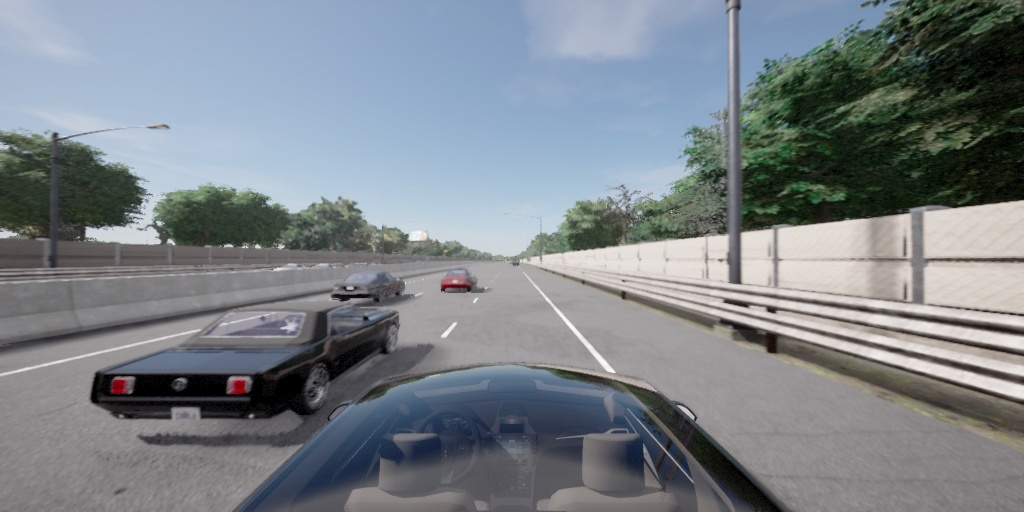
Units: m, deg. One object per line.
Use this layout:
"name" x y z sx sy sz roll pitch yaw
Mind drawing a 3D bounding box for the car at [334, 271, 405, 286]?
"car" -6.901 1.442 17.796 2.033 1.411 5.357 0 -1 0

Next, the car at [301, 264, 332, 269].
"car" -21.085 1.615 40.117 1.812 1.442 4.674 0 0 0

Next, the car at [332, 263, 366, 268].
"car" -17.587 1.581 40.108 2.128 1.511 4.902 0 0 0

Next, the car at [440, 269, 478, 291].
"car" -3.402 1.510 23.546 1.994 1.385 4.181 0 -1 0

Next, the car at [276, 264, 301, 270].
"car" -24.582 1.615 40.103 1.812 1.442 4.674 0 0 0

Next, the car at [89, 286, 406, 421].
"car" -3.400 1.390 5.969 1.895 1.301 4.718 0 -1 0
